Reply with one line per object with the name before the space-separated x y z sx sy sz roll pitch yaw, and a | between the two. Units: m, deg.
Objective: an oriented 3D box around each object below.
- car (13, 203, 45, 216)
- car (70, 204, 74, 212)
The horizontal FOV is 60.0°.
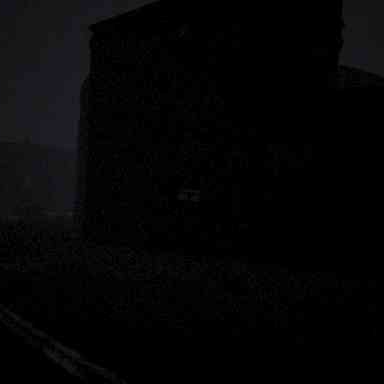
car | -19.916 2.050 40.917 1.882 1.535 5.008 4 -2 4
car | -17.916 2.496 54.357 2.128 1.511 4.902 4 -1 14
